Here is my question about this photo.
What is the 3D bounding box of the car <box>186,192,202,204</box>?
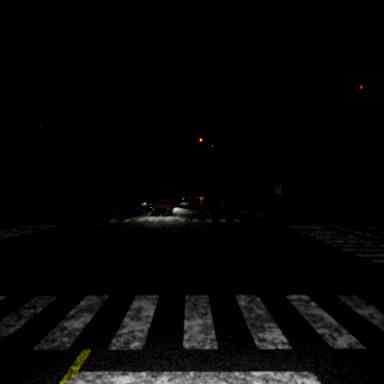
[{"bbox_3d":[0.409,1.216,63.784,2.150,2.045,5.566,0,0,0],"label":"car"}]

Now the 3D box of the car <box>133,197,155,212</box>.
[{"bbox_3d":[-5.608,1.438,39.483,1.967,1.590,4.097,0,0,0],"label":"car"}]

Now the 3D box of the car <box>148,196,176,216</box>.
[{"bbox_3d":[-2.890,1.476,32.980,1.882,1.535,5.008,0,0,0],"label":"car"}]

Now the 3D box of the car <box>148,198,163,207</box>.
[{"bbox_3d":[-5.534,1.579,50.819,1.802,1.307,4.206,0,0,0],"label":"car"}]

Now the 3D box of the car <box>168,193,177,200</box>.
[{"bbox_3d":[-5.276,1.296,90.496,2.192,1.841,5.009,0,0,0],"label":"car"}]

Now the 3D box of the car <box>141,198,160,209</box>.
[{"bbox_3d":[-5.571,1.563,45.151,1.947,1.339,4.313,0,0,0],"label":"car"}]

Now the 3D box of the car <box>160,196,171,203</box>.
[{"bbox_3d":[-5.423,1.558,67.823,1.947,1.339,4.313,0,0,0],"label":"car"}]

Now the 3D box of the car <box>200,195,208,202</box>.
[{"bbox_3d":[2.864,1.444,79.947,1.801,1.575,5.366,0,0,0],"label":"car"}]

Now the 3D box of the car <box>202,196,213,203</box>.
[{"bbox_3d":[3.102,1.543,67.776,2.008,1.369,4.403,0,0,0],"label":"car"}]

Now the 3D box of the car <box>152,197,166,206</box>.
[{"bbox_3d":[-5.497,1.562,56.487,1.947,1.339,4.313,0,0,0],"label":"car"}]

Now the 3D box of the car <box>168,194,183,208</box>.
[{"bbox_3d":[-2.779,1.489,48.516,2.128,1.511,4.902,0,0,1],"label":"car"}]

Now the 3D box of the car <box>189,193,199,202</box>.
[{"bbox_3d":[0.476,1.177,74.144,2.097,1.767,4.553,0,0,0],"label":"car"}]

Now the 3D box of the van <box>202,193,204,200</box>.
[{"bbox_3d":[3.028,1.337,56.437,1.690,1.788,3.998,0,0,0],"label":"van"}]

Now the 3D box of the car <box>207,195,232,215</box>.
[{"bbox_3d":[2.880,1.438,33.761,1.967,1.590,4.097,0,0,0],"label":"car"}]

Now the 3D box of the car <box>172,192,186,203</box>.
[{"bbox_3d":[-2.562,1.356,68.391,2.097,1.767,4.553,0,0,0],"label":"car"}]

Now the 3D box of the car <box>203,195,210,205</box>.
[{"bbox_3d":[2.954,1.438,45.099,1.967,1.590,4.097,0,0,0],"label":"car"}]

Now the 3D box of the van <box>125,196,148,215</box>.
[{"bbox_3d":[-5.645,1.339,33.814,1.690,1.788,3.998,0,0,0],"label":"van"}]

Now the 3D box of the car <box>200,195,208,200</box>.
[{"bbox_3d":[3.250,1.547,90.453,1.947,1.339,4.313,0,0,0],"label":"car"}]

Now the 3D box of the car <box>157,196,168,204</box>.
[{"bbox_3d":[-5.461,1.520,61.985,1.752,1.417,4.829,0,0,0],"label":"car"}]
